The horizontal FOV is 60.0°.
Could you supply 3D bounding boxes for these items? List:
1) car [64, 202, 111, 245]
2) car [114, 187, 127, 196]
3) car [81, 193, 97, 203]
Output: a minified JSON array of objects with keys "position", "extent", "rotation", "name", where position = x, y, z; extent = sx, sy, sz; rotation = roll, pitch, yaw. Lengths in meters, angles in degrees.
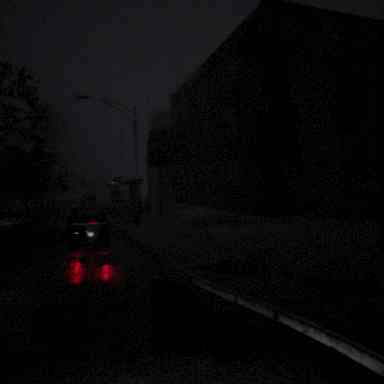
[{"position":[-5.036,1.512,16.072],"extent":[2.128,1.511,4.902],"rotation":[-1,1,-20],"name":"car"},{"position":[-17.048,0.198,77.252],"extent":[2.097,1.535,5.008],"rotation":[-1,1,-8],"name":"car"},{"position":[-14.873,0.775,47.937],"extent":[2.033,1.411,5.357],"rotation":[-1,1,-12],"name":"car"}]
